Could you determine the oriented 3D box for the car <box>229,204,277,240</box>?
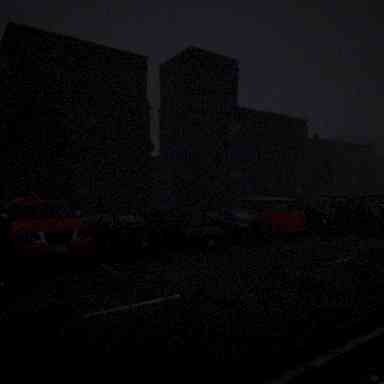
[{"bbox_3d":[1.502,1.511,16.058,2.002,1.452,4.674,0,0,-35],"label":"car"}]

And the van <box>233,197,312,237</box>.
[{"bbox_3d":[3.799,1.250,17.842,1.878,1.987,4.442,0,0,-35],"label":"van"}]

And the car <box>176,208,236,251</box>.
[{"bbox_3d":[-0.643,1.497,14.495,2.163,1.488,4.792,0,0,-35],"label":"car"}]

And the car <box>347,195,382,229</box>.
[{"bbox_3d":[8.375,1.238,20.996,2.435,2.045,5.566,0,0,-35],"label":"car"}]

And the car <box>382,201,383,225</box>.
[{"bbox_3d":[10.655,1.538,22.583,2.002,1.452,4.674,0,0,-35],"label":"car"}]

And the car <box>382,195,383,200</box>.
[{"bbox_3d":[15.095,1.266,25.717,2.435,2.045,5.566,0,0,-35],"label":"car"}]

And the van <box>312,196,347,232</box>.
[{"bbox_3d":[6.195,1.256,19.264,1.878,1.987,4.442,0,0,-35],"label":"van"}]

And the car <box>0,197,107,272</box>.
[{"bbox_3d":[-5.170,1.212,11.269,2.435,2.045,5.566,0,0,-35],"label":"car"}]

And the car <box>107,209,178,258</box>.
[{"bbox_3d":[-2.919,1.466,12.901,2.231,1.521,4.892,0,0,-35],"label":"car"}]
